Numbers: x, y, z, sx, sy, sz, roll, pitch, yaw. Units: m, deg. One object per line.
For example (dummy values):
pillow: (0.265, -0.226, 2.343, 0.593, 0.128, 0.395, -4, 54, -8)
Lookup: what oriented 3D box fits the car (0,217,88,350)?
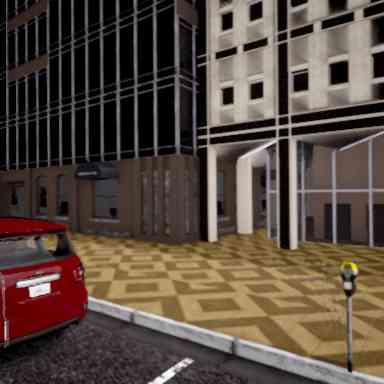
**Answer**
car: (-3.893, 1.357, 5.666, 5.009, 1.841, 2.192, 0, 0, 36)
